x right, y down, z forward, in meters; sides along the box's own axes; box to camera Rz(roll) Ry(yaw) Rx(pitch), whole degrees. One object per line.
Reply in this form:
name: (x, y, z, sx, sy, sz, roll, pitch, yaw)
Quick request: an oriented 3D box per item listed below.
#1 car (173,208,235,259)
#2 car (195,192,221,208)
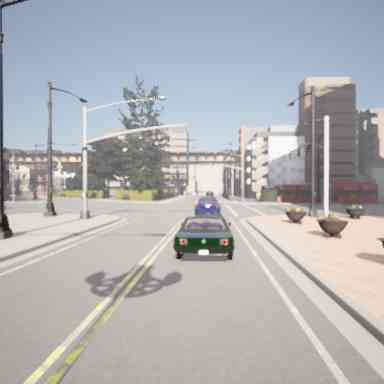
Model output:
car: (0.495, 1.497, 12.131, 1.895, 1.301, 4.718, 0, 1, 4)
car: (1.341, 1.129, 27.648, 2.097, 1.767, 4.553, 0, 0, 4)
